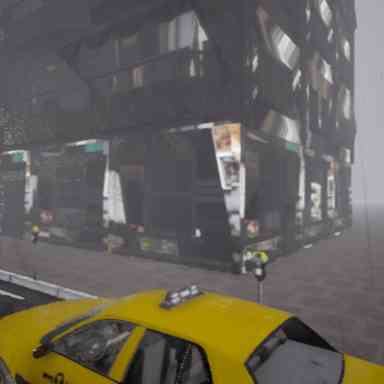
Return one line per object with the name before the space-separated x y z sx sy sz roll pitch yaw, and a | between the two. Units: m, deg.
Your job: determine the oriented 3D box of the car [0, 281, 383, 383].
car | -0.307 1.522 3.095 4.829 1.417 1.752 0 0 35
